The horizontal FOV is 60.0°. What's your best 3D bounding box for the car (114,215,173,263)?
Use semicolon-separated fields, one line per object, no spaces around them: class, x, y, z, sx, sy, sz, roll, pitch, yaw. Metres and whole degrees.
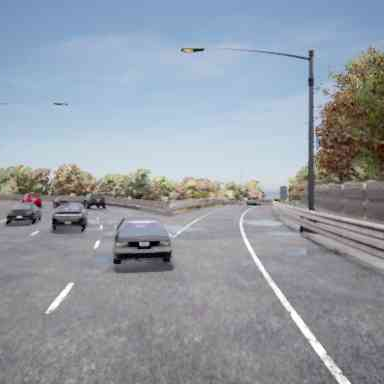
car;-1.848;1.546;12.047;2.033;1.411;5.357;0;0;-11

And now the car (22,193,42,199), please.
car;-22.500;1.192;46.761;2.150;2.045;5.566;0;0;-31

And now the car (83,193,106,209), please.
car;-13.044;1.206;44.240;2.150;2.045;5.566;0;0;-27

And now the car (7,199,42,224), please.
car;-12.281;1.510;24.495;1.812;1.442;4.674;0;0;-18

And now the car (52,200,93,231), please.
car;-7.479;1.479;20.648;2.128;1.511;4.902;0;0;-15

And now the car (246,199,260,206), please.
car;12.634;2.269;70.099;1.994;1.385;4.181;0;-3;15

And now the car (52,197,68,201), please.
car;-18.231;1.482;46.307;1.837;1.490;4.892;0;0;-29
